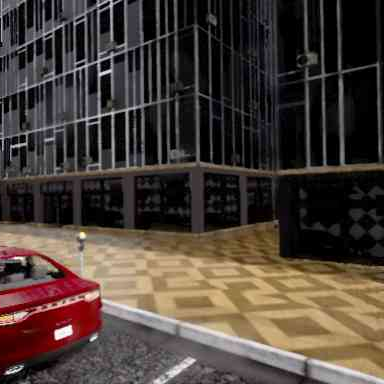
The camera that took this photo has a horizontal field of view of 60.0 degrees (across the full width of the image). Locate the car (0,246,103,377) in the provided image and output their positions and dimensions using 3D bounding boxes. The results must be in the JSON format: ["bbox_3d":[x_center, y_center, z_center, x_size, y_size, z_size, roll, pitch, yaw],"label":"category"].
[{"bbox_3d":[-3.350,1.545,5.281,4.507,1.381,1.887,0,-1,36],"label":"car"}]
